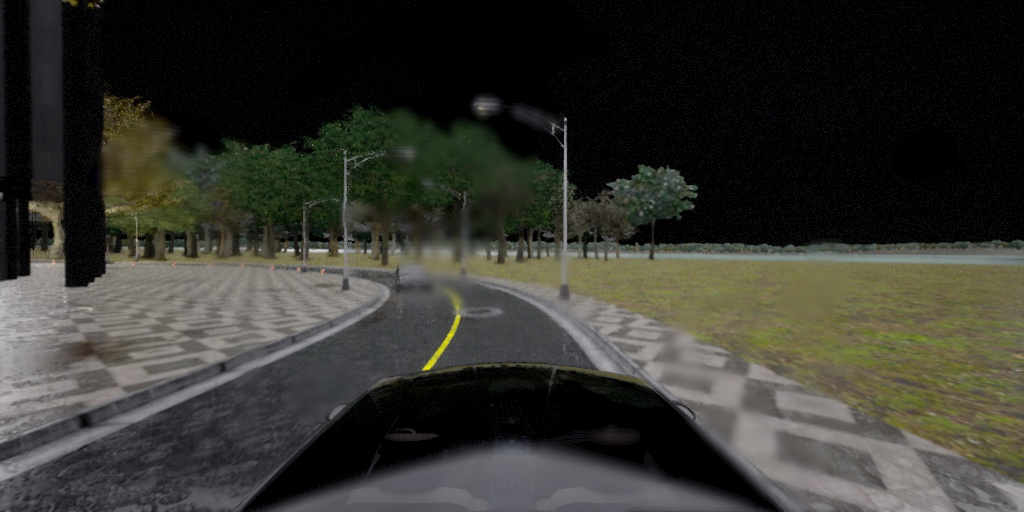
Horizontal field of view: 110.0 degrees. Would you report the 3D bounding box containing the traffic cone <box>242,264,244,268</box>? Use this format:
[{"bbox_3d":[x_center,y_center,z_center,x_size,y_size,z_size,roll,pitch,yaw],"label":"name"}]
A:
[{"bbox_3d":[-32.355,1.238,43.159,0.340,0.580,0.340,0,0,14],"label":"traffic cone"}]

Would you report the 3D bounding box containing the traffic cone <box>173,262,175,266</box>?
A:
[{"bbox_3d":[-41.649,1.061,44.213,0.340,0.580,0.340,0,0,0],"label":"traffic cone"}]

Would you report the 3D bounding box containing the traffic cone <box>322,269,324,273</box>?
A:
[{"bbox_3d":[-19.719,1.531,37.387,0.340,0.580,0.340,0,0,35],"label":"traffic cone"}]

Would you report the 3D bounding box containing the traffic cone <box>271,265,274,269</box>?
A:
[{"bbox_3d":[-27.911,1.334,41.773,0.340,0.580,0.340,0,0,21],"label":"traffic cone"}]

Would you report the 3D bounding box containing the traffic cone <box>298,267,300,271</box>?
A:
[{"bbox_3d":[-23.676,1.436,39.839,0.340,0.580,0.340,0,0,28],"label":"traffic cone"}]

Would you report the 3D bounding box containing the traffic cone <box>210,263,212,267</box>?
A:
[{"bbox_3d":[-36.939,1.148,43.973,0.340,0.580,0.340,0,0,6],"label":"traffic cone"}]

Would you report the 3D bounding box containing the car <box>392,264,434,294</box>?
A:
[{"bbox_3d":[-5.634,1.228,20.292,1.837,1.490,4.892,0,0,-21],"label":"car"}]

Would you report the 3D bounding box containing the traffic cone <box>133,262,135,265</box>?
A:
[{"bbox_3d":[-46.649,0.967,44.257,0.340,0.580,0.340,0,0,1],"label":"traffic cone"}]
